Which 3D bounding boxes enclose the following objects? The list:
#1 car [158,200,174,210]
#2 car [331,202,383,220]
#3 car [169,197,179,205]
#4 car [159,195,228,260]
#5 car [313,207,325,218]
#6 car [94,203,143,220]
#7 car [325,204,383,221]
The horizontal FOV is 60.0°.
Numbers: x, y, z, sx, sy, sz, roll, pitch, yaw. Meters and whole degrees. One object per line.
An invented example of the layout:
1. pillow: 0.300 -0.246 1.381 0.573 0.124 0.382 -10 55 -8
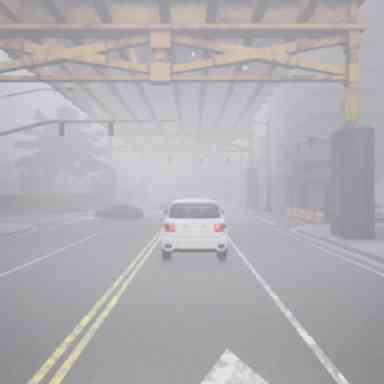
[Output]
1. car: -3.580 1.793 47.239 1.895 1.301 4.718 0 0 0
2. car: 13.313 1.401 25.859 4.536 1.218 1.853 0 0 -20
3. car: -3.499 1.795 66.045 1.812 1.442 4.674 0 0 0
4. car: 0.077 1.273 12.694 2.150 2.045 5.566 0 -1 0
5. car: 13.591 1.576 29.999 4.974 1.542 2.038 0 0 25
6. car: -6.392 1.683 29.032 4.181 1.385 1.994 0 -1 22
7. car: 13.264 1.559 25.841 4.974 1.542 2.038 0 0 -20
